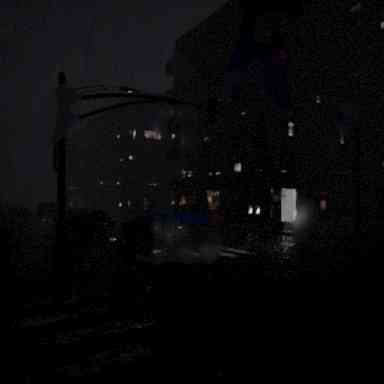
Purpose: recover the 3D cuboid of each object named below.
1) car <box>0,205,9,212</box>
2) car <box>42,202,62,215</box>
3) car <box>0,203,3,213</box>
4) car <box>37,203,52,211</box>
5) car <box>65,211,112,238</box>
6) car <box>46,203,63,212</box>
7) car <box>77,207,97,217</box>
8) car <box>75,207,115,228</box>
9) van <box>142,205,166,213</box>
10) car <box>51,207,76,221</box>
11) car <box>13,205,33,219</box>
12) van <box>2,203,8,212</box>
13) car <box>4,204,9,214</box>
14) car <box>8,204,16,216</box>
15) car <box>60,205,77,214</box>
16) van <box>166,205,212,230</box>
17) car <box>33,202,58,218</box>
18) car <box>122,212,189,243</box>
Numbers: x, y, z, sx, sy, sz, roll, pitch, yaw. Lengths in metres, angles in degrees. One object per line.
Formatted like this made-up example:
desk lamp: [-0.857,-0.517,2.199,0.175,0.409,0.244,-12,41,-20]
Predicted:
car: [-41.480,3.630,73.015,2.008,1.369,4.403,-1,-1,-34]
car: [-24.498,2.808,58.168,2.150,2.045,5.566,0,-1,-34]
car: [-38.346,3.259,68.380,2.192,1.841,5.009,-1,-1,-34]
car: [-34.507,3.440,77.673,2.192,1.841,5.009,-1,-1,-34]
car: [-7.082,2.177,21.906,1.802,1.307,4.206,0,-1,-34]
car: [-28.259,3.170,68.376,2.192,1.841,5.009,-1,-1,-34]
car: [-15.758,2.897,49.779,1.802,1.307,4.206,-1,-1,-34]
car: [-8.029,2.268,27.947,1.812,1.442,4.674,0,-2,-34]
van: [-3.266,2.117,31.190,1.690,1.788,3.998,-1,-1,-34]
car: [-13.664,2.586,36.309,1.895,1.301,4.718,0,-2,-34]
car: [-22.702,2.851,45.148,1.802,1.307,4.206,0,-1,-34]
van: [-32.079,3.015,59.096,1.690,1.788,3.998,-1,-1,-34]
car: [-28.950,3.090,54.445,2.008,1.369,4.403,-1,-1,-34]
car: [-25.829,2.844,49.798,1.967,1.590,4.097,0,-1,-34]
car: [-22.101,3.114,59.218,1.752,1.417,4.829,-1,-1,-34]
van: [-0.143,1.982,26.541,1.690,1.788,3.998,-1,-1,-34]
car: [-19.631,2.466,45.268,2.150,2.045,5.566,0,-2,-34]
car: [-2.396,2.101,19.554,1.895,1.301,4.718,0,-2,-34]
